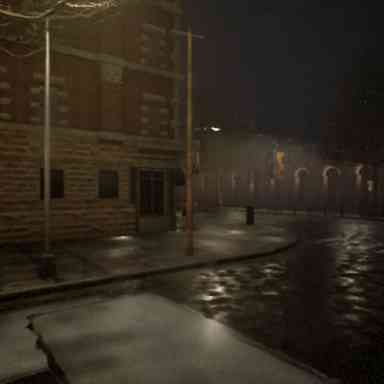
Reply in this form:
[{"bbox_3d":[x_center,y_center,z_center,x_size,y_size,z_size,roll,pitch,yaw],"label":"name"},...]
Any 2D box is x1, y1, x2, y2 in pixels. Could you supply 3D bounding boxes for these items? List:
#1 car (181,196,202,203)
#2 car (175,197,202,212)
[{"bbox_3d":[-0.071,1.578,67.891,1.895,1.301,4.718,0,0,-35],"label":"car"},{"bbox_3d":[-1.017,1.469,37.343,1.882,1.535,5.008,0,0,-35],"label":"car"}]
